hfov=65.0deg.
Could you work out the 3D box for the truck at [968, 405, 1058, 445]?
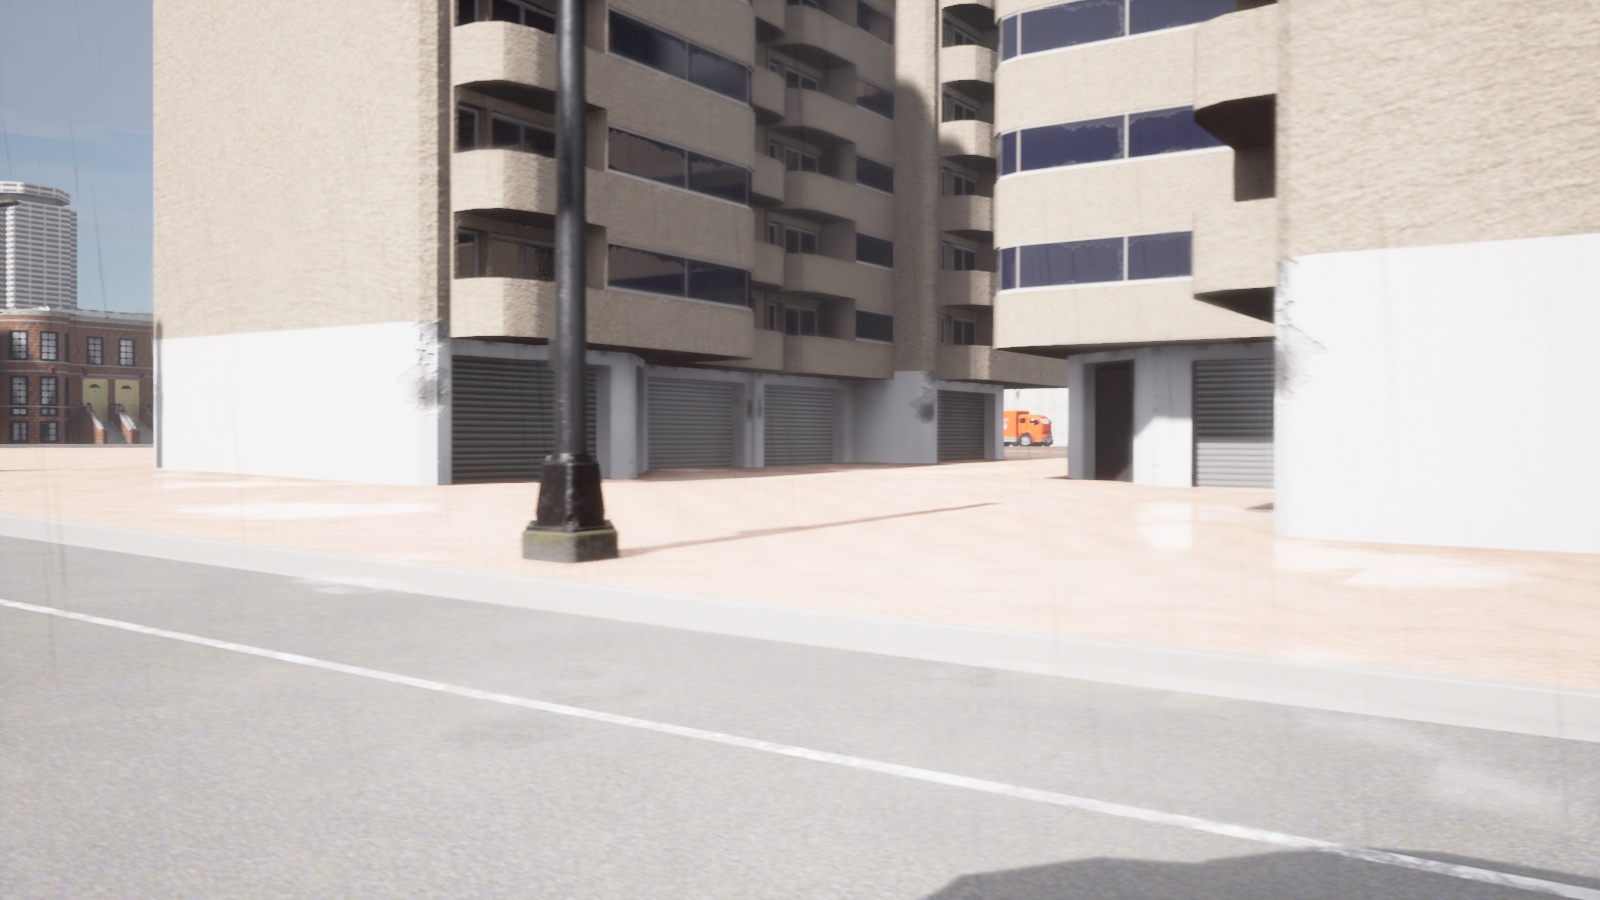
[{"bbox_3d":[13.994,-1.627,82.593,5.204,2.467,2.627,0,1,35],"label":"truck"}]
